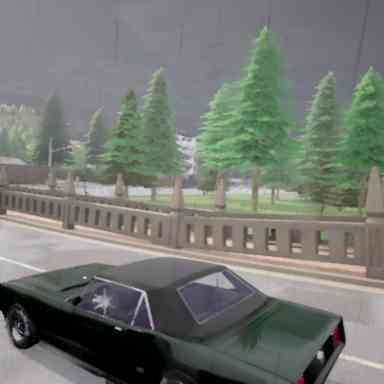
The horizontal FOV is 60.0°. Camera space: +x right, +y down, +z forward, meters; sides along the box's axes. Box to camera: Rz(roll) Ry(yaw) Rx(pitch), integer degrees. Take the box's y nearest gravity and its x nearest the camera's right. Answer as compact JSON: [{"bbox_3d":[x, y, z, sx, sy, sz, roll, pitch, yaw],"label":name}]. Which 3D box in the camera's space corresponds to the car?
[{"bbox_3d":[-0.658,1.580,4.460,4.718,1.301,1.895,1,1,36],"label":"car"}]
